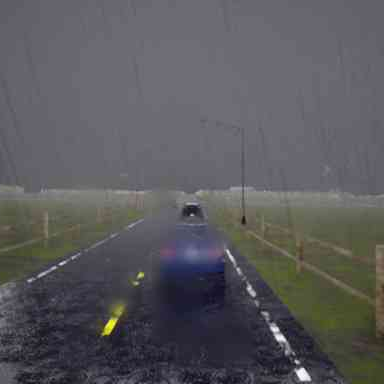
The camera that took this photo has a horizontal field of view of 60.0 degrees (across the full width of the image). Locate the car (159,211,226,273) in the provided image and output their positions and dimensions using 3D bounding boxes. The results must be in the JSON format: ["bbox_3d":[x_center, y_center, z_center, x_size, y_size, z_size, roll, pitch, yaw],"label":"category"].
[{"bbox_3d":[0.027,1.582,10.733,2.033,1.411,5.357,0,0,0],"label":"car"}]

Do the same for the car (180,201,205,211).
[{"bbox_3d":[0.021,1.603,29.545,1.837,1.490,4.892,0,0,0],"label":"car"}]

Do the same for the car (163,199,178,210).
[{"bbox_3d":[-2.923,1.704,46.269,2.033,1.411,5.357,0,0,0],"label":"car"}]
